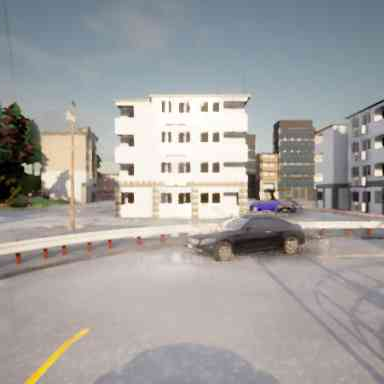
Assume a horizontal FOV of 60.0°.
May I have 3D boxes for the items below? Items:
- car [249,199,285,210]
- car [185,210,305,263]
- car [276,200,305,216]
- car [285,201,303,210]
[{"bbox_3d":[8.384,1.508,37.942,3.633,1.501,1.845,0,0,11],"label":"car"},{"bbox_3d":[2.016,1.553,12.127,4.674,1.442,1.812,0,-1,-26],"label":"car"},{"bbox_3d":[11.181,1.752,37.596,2.038,1.542,4.974,0,0,30],"label":"car"},{"bbox_3d":[11.155,1.594,37.551,1.853,1.218,4.536,0,0,30],"label":"car"}]
